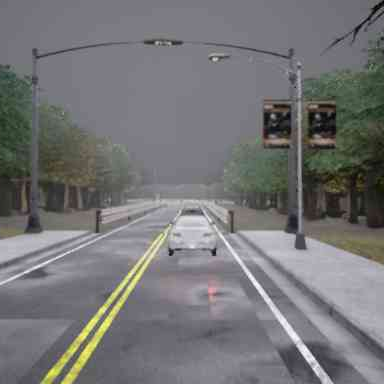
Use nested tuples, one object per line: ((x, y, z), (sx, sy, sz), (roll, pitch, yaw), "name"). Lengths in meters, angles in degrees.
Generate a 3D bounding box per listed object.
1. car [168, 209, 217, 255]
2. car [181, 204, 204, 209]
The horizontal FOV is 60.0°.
((0.037, 1.671, 13.896), (1.812, 1.442, 4.674), (0, 0, 1), "car")
((0.032, 1.805, 28.495), (1.837, 1.490, 4.892), (0, 0, 1), "car")
